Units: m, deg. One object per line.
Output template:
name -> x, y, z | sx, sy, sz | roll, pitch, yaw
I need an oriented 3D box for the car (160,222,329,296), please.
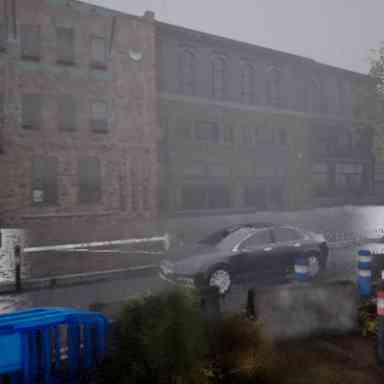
car -> 1.531, 1.615, 9.013 | 4.892, 1.490, 1.837 | -1, 0, -27
